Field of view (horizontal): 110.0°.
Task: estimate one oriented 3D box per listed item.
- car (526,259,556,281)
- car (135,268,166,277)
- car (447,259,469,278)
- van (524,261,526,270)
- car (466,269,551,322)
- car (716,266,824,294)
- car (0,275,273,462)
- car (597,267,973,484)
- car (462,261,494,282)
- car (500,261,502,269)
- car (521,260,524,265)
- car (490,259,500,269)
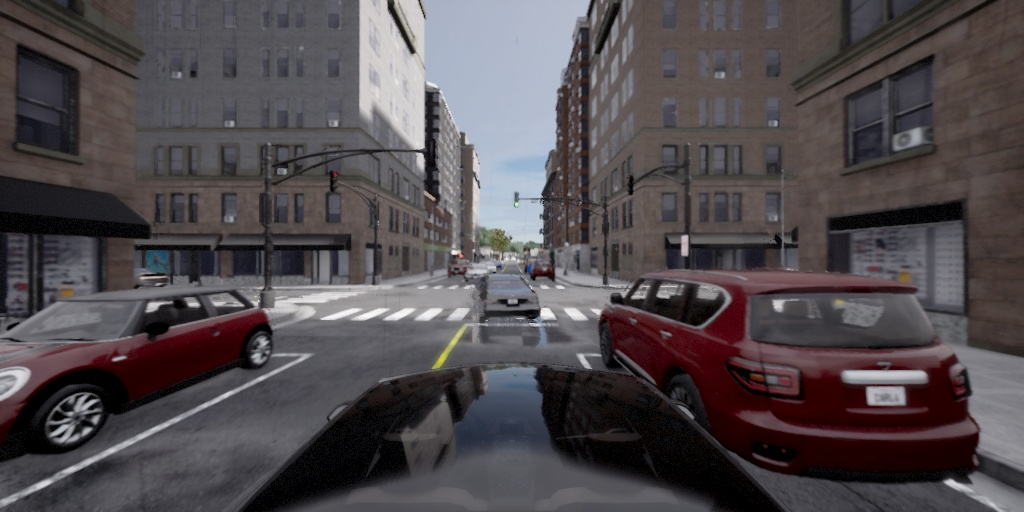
[{"bbox_3d":[2.705,1.211,31.967,2.192,1.841,5.009,0,0,0],"label":"car"},{"bbox_3d":[-22.171,1.395,20.052,4.902,1.511,2.128,0,0,1],"label":"car"},{"bbox_3d":[-5.413,1.237,37.471,2.192,1.841,5.009,0,0,0],"label":"car"},{"bbox_3d":[2.698,1.290,42.975,1.690,1.789,3.998,0,0,0],"label":"van"},{"bbox_3d":[-0.390,1.350,12.664,2.033,1.411,5.357,0,0,-9],"label":"car"},{"bbox_3d":[14.247,1.323,19.999,4.674,1.442,1.812,0,0,2],"label":"car"},{"bbox_3d":[-5.387,1.205,4.912,1.967,1.591,4.097,0,0,0],"label":"car"},{"bbox_3d":[2.638,1.080,4.912,2.192,1.841,5.009,0,0,0],"label":"car"},{"bbox_3d":[-2.861,1.417,30.857,1.812,1.442,4.674,0,0,1],"label":"car"},{"bbox_3d":[-2.756,1.523,63.221,1.882,1.535,5.008,0,-1,0],"label":"car"},{"bbox_3d":[2.694,1.290,48.479,2.192,1.841,5.009,0,0,0],"label":"car"},{"bbox_3d":[-2.830,1.479,43.631,1.812,1.442,4.674,0,0,0],"label":"car"}]
